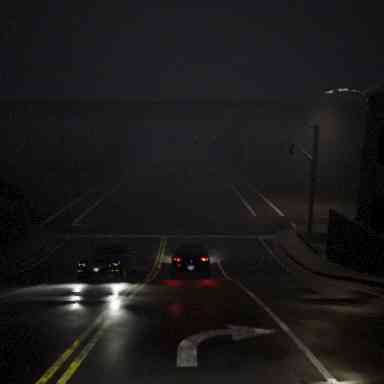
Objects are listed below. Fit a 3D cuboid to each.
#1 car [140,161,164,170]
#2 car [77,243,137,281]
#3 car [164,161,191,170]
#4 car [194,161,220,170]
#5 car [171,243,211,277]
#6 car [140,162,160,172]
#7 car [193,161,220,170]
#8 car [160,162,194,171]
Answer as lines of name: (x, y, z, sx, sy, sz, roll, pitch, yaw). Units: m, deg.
car: (-7.272, -4.830, 60.696, 4.536, 1.218, 1.853, 10, 15, 43)
car: (-3.653, 3.101, 15.050, 1.837, 1.490, 4.892, 0, -10, -1)
car: (-2.585, -4.826, 60.664, 4.536, 1.218, 1.853, -8, 14, -35)
car: (2.746, -4.811, 61.395, 4.974, 1.542, 2.038, 6, 13, 28)
car: (-0.071, 3.308, 16.825, 1.812, 1.442, 4.674, 0, -5, -1)
car: (-7.235, -4.668, 60.691, 4.974, 1.542, 2.038, 10, 15, 43)
car: (2.701, -4.970, 61.390, 4.536, 1.218, 1.853, 6, 13, 28)
car: (-2.627, -4.666, 60.664, 4.974, 1.542, 2.038, -8, 14, -35)
